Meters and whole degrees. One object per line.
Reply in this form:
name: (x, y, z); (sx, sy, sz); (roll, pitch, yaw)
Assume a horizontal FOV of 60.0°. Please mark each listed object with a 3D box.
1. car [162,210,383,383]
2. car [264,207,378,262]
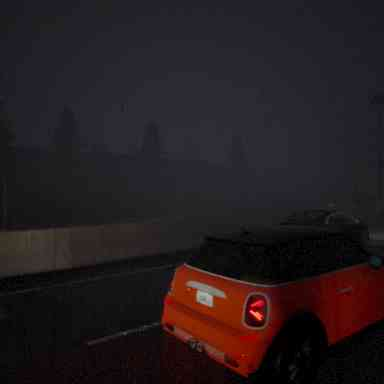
car: (1.832, 1.332, 5.454); (4.553, 1.767, 2.097); (0, 0, -38)
car: (5.134, 1.437, 12.855); (4.902, 1.511, 2.128); (0, 0, -42)
